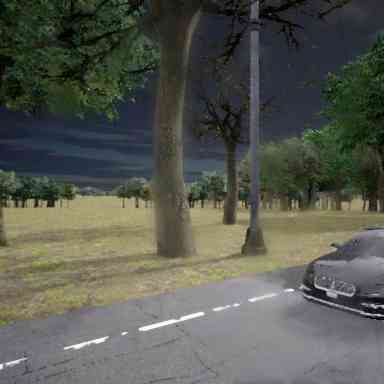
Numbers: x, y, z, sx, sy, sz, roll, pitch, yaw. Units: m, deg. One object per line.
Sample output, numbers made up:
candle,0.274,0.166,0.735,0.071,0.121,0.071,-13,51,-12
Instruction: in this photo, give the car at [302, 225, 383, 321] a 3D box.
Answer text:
car,4.377,1.511,7.106,4.892,1.490,1.837,0,0,-35
